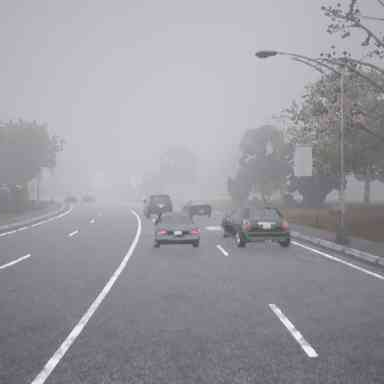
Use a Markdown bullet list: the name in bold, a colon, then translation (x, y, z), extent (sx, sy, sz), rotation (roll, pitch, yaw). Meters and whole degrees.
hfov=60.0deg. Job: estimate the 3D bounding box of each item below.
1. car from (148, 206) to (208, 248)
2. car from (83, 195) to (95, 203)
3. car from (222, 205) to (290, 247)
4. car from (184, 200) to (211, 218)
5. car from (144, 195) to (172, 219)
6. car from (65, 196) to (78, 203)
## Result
- **car**: translation (-0.769, 1.562, 14.813), extent (2.033, 1.411, 5.357), rotation (0, 0, -6)
- **car**: translation (-22.003, 1.453, 70.832), extent (2.128, 1.511, 4.902), rotation (0, 0, -28)
- **car**: translation (2.716, 1.367, 15.137), extent (2.097, 1.767, 4.553), rotation (0, 0, -6)
- **car**: translation (0.362, 1.489, 30.514), extent (1.882, 1.535, 5.008), rotation (0, 0, -12)
- **car**: translation (-3.072, 1.258, 29.839), extent (2.150, 2.045, 5.566), rotation (0, 0, -12)
- **car**: translation (-25.004, 1.517, 69.027), extent (1.895, 1.301, 4.718), rotation (0, 0, -28)
